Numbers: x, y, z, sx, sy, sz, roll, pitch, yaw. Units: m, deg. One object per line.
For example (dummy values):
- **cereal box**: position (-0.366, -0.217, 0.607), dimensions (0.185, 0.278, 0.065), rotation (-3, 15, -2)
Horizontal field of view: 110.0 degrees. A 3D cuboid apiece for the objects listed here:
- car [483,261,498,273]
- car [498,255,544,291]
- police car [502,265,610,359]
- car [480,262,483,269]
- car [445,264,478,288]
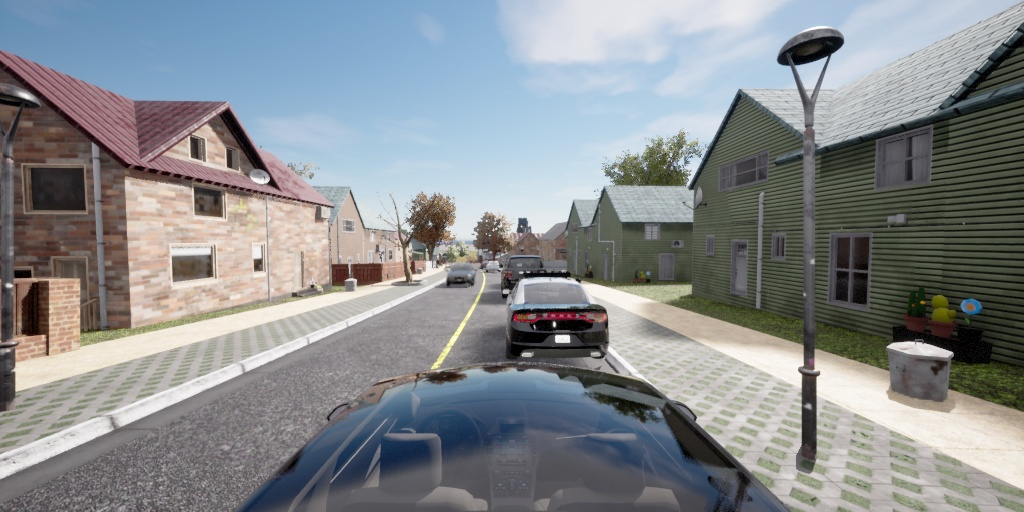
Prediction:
- **car**: position (-2.516, 1.410, 47.592), dimensions (1.812, 1.442, 4.674), rotation (0, 0, -6)
- **car**: position (0.529, 0.987, 18.515), dimensions (2.150, 2.045, 5.566), rotation (0, 0, -2)
- **police car**: position (0.803, 1.174, 8.534), dimensions (1.930, 1.638, 5.238), rotation (0, 0, -1)
- **car**: position (-4.390, 1.508, 61.472), dimensions (1.812, 1.442, 4.674), rotation (0, 0, -9)
- **car**: position (-3.418, 1.298, 24.701), dimensions (1.837, 1.490, 4.892), rotation (0, 0, -3)
